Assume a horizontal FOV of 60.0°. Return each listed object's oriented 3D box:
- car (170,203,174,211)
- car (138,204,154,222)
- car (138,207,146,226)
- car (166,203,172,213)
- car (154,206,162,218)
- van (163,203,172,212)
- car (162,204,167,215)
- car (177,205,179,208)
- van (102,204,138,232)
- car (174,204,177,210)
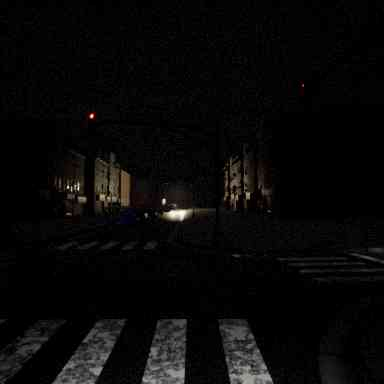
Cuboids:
[{"bbox_3d":[-5.527,3.418,69.760,1.967,1.590,4.097,1,-2,0],"label":"car"},{"bbox_3d":[-5.419,2.120,32.749,2.192,1.841,5.009,2,-2,0],"label":"car"},{"bbox_3d":[-5.413,2.211,27.759,2.008,1.369,4.403,2,-2,0],"label":"car"},{"bbox_3d":[-5.515,3.344,64.469,1.887,1.381,4.507,1,-2,0],"label":"car"},{"bbox_3d":[-5.455,2.666,43.318,1.887,1.381,4.507,2,-2,0],"label":"car"},{"bbox_3d":[-5.540,3.501,75.050,1.690,1.788,3.998,1,-2,0],"label":"van"},{"bbox_3d":[-5.486,3.035,53.893,1.802,1.307,4.206,2,-2,0],"label":"car"},{"bbox_3d":[-5.583,4.041,90.911,2.192,1.841,5.009,1,-2,0],"label":"car"},{"bbox_3d":[-5.397,1.905,24.446,1.690,1.788,3.998,2,-2,0],"label":"van"},{"bbox_3d":[-5.573,4.085,85.618,2.008,1.369,4.403,1,-2,0],"label":"car"}]
